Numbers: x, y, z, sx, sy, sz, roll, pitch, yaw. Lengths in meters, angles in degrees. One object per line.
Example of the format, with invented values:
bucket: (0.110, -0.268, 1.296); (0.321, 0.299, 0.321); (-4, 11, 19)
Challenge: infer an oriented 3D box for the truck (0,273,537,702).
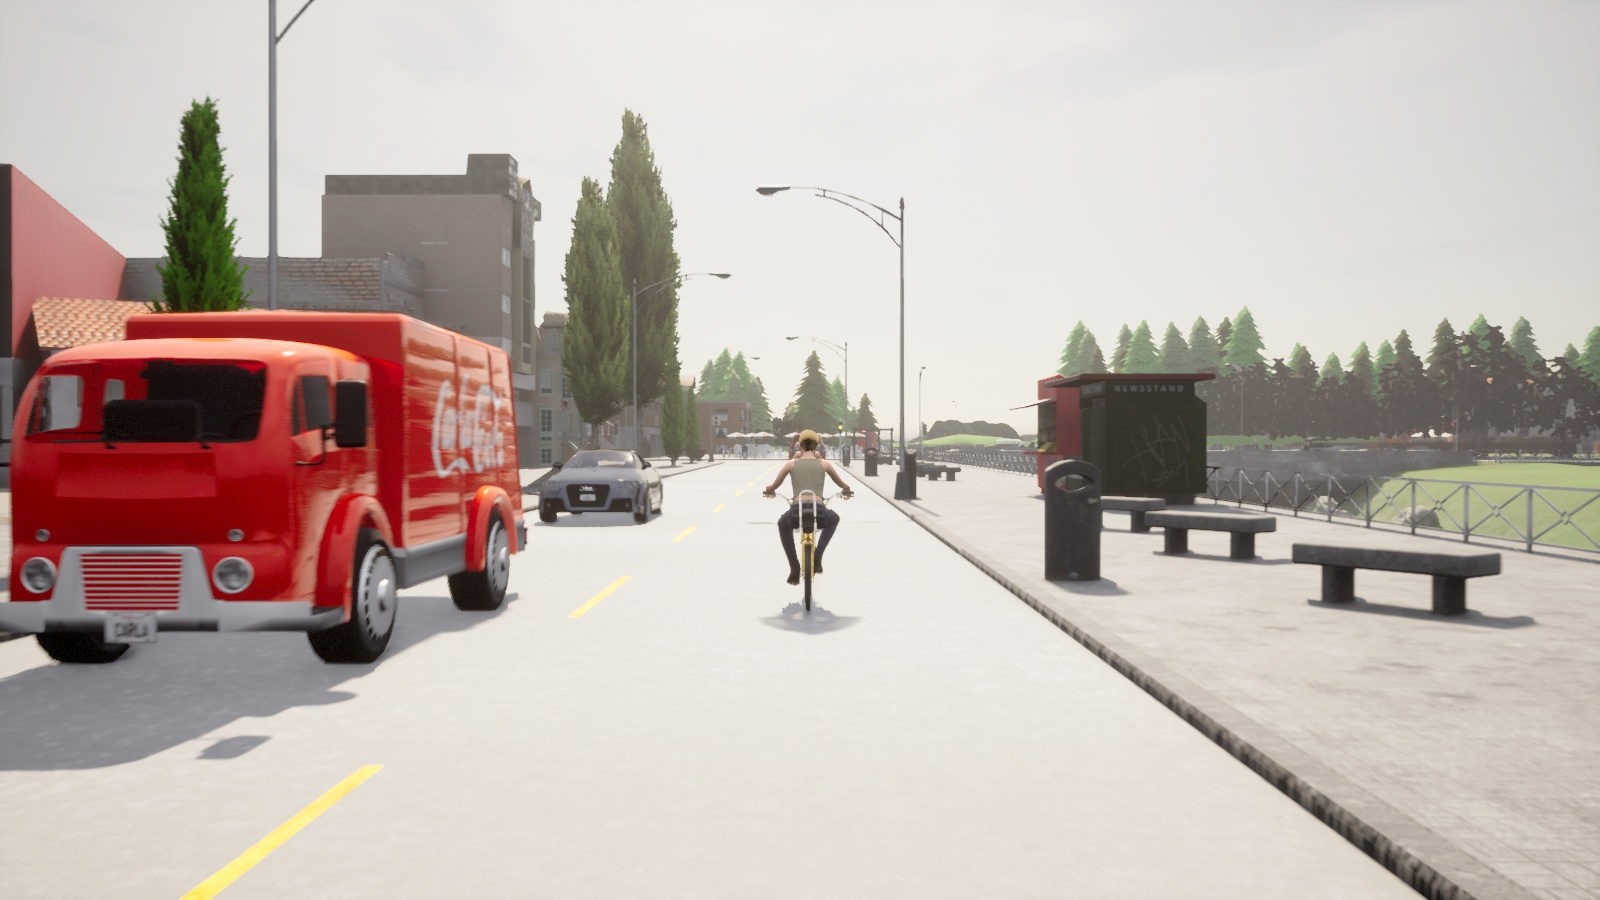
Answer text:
truck: (-3.929, 0.201, 9.829); (2.627, 2.467, 5.204); (0, 0, 0)

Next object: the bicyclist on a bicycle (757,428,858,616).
bicyclist on a bicycle: (0.075, 0.618, 11.532); (0.866, 1.612, 1.509); (0, 0, 1)

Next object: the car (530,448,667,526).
car: (-3.848, 0.668, 24.661); (1.994, 1.385, 4.181); (0, 0, 0)

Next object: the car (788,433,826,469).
car: (0.426, 0.047, 74.228); (2.150, 2.045, 5.566); (0, 0, 0)
